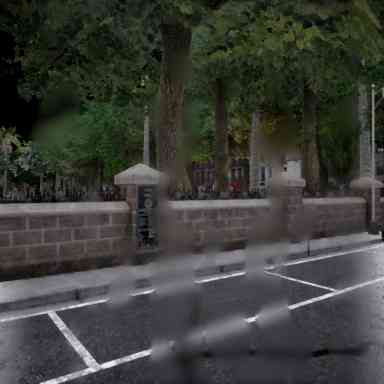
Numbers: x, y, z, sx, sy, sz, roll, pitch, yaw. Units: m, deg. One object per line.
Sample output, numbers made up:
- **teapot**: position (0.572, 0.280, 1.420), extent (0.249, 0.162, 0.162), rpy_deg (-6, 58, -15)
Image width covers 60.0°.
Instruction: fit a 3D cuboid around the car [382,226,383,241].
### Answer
- **car**: position (9.742, 1.310, 13.489), extent (5.009, 1.841, 2.192), rpy_deg (0, 0, -36)
